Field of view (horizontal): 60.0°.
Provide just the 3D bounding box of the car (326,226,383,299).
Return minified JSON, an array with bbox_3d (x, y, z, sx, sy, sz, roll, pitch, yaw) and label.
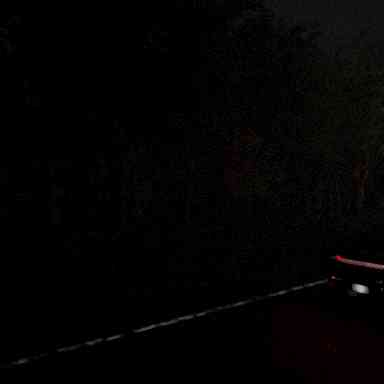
[{"bbox_3d":[4.929,1.494,7.261,4.902,1.511,2.128,0,0,-36],"label":"car"}]
